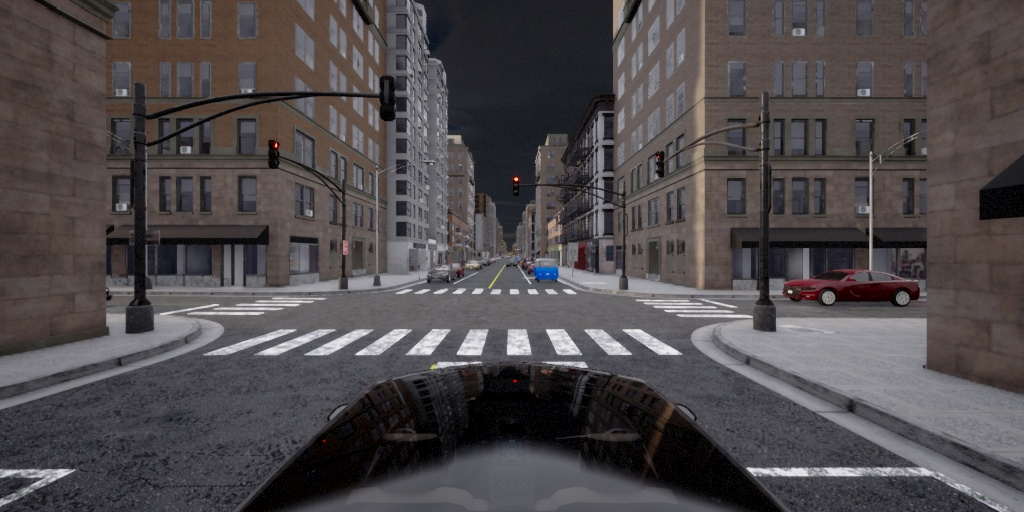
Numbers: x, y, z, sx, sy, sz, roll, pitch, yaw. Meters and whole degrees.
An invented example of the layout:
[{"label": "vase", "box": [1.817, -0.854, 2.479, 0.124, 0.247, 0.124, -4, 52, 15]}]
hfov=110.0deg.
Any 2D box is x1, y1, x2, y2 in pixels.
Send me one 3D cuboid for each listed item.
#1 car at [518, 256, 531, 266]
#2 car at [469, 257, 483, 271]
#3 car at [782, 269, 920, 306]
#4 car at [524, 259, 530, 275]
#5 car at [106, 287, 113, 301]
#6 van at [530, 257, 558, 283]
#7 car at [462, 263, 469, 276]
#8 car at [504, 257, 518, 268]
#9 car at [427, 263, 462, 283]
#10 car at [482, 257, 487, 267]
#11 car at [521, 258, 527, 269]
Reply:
[{"label": "car", "box": [2.536, 1.050, 56.363, 2.192, 1.841, 5.009, 0, 0, 0]}, {"label": "car", "box": [-5.478, 1.266, 50.490, 1.751, 1.417, 4.829, 0, 0, 0]}, {"label": "car", "box": [14.789, 1.325, 15.820, 5.008, 1.535, 1.882, 0, 0, 1]}, {"label": "car", "box": [2.568, 1.327, 39.318, 1.802, 1.307, 4.207, 0, 0, 0]}, {"label": "car", "box": [-17.751, 1.197, 12.763, 5.357, 1.411, 2.033, 0, 0, 0]}, {"label": "van", "box": [2.589, 1.087, 27.956, 1.690, 1.789, 3.998, 0, 0, 0]}, {"label": "car", "box": [-5.447, 1.291, 33.614, 1.888, 1.381, 4.507, 0, 0, 0]}, {"label": "car", "box": [-0.013, 1.333, 61.567, 1.895, 1.301, 4.718, 0, 0, 0]}, {"label": "car", "box": [-5.436, 1.297, 27.932, 2.007, 1.370, 4.403, 0, 0, 0]}, {"label": "car", "box": [-5.489, 1.302, 56.342, 1.948, 1.339, 4.313, 0, 0, 0]}, {"label": "car", "box": [2.547, 1.322, 50.681, 1.802, 1.307, 4.207, 0, 0, 0]}]
